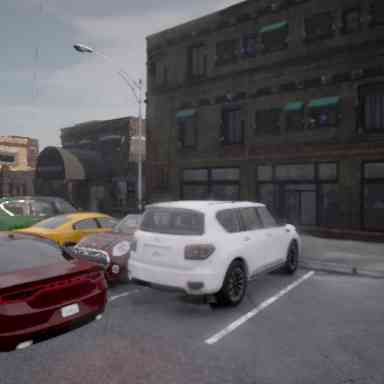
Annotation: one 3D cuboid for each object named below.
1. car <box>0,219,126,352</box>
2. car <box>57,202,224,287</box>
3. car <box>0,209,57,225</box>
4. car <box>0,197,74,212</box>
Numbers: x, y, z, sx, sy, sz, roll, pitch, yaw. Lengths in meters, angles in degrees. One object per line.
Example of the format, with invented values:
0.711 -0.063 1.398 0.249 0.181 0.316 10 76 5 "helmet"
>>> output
-3.683 1.467 6.020 5.008 1.535 1.882 0 0 36 "car"
-1.243 1.342 9.881 2.185 1.767 4.553 0 0 36 "car"
-3.508 1.461 11.453 2.097 1.535 5.008 0 0 36 "car"
-5.834 1.203 13.155 2.435 2.045 5.566 0 0 36 "car"
